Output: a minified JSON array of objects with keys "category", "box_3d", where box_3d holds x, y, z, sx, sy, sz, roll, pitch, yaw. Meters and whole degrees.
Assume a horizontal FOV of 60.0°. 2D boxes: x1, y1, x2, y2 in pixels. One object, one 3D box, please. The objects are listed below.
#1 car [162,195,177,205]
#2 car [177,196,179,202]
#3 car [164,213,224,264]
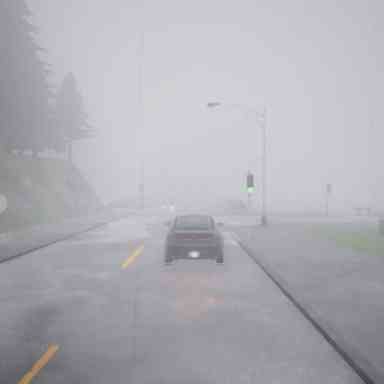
[{"category":"car","box_3d":[-4.059,1.617,57.890,1.895,1.301,4.718,0,0,1]},{"category":"car","box_3d":[-4.016,1.376,73.544,2.097,1.767,4.553,0,0,0]},{"category":"car","box_3d":[0.074,1.509,11.821,1.837,1.490,4.892,0,0,0]}]
